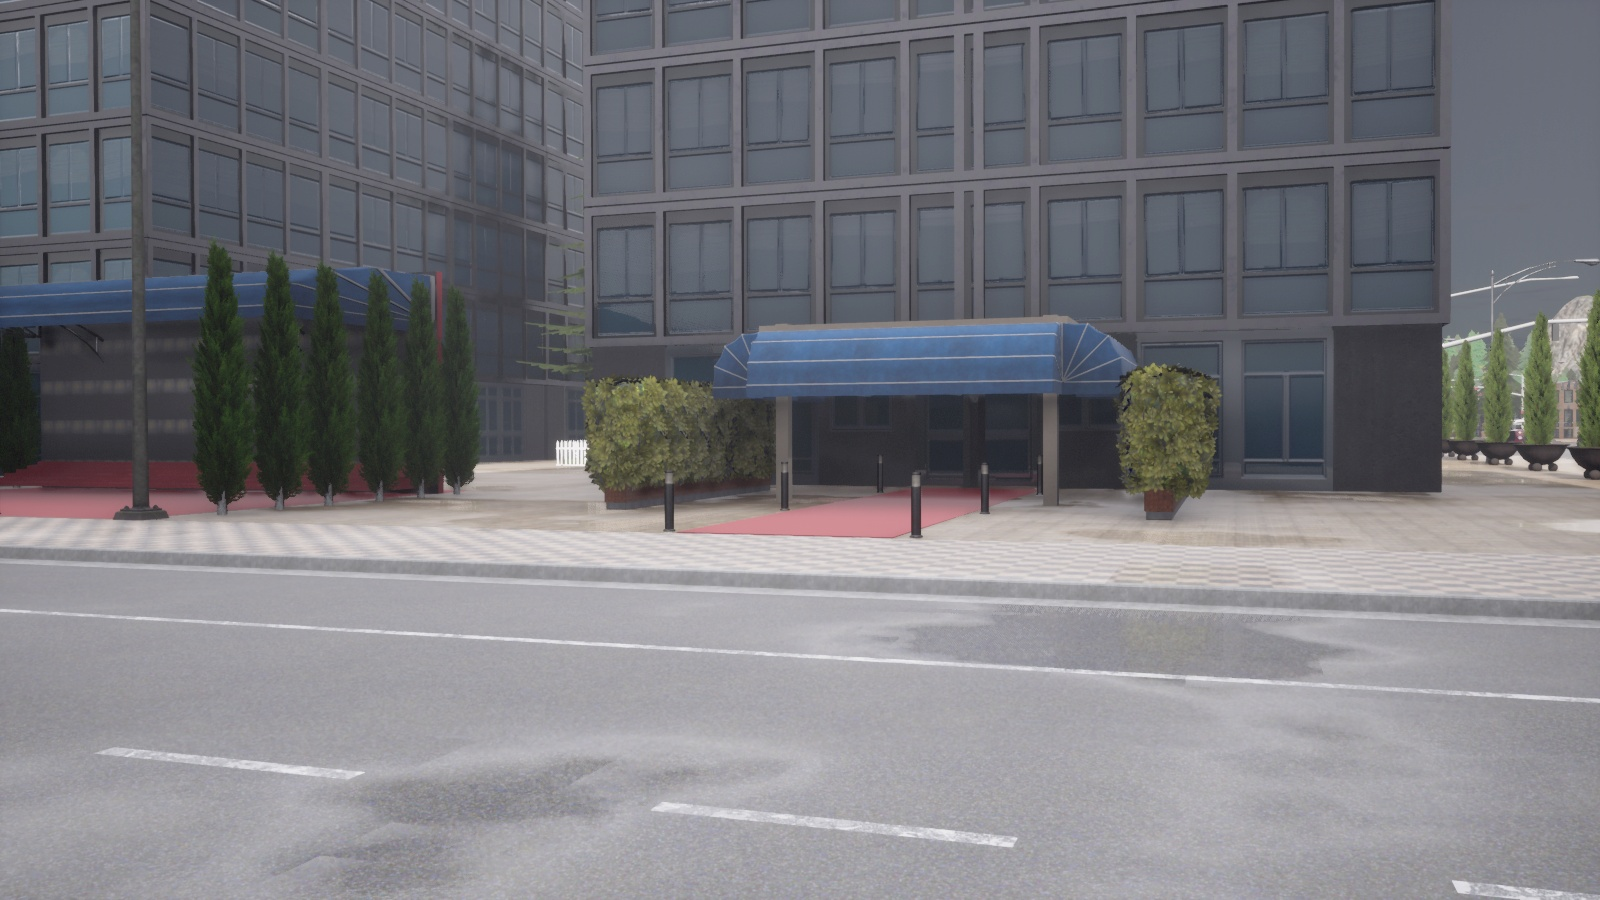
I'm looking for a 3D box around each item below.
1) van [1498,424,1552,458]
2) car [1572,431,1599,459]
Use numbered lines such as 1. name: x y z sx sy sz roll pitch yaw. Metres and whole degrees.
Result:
1. van: 44.337 -0.546 76.872 2.069 2.038 4.480 1 0 19
2. car: 48.109 -0.277 74.481 2.033 1.649 4.856 0 1 6
